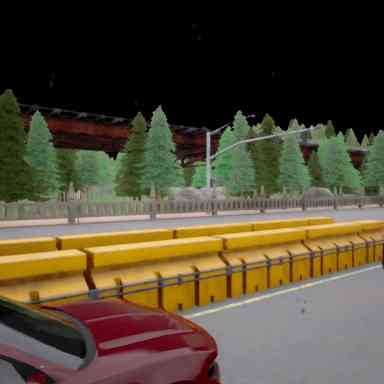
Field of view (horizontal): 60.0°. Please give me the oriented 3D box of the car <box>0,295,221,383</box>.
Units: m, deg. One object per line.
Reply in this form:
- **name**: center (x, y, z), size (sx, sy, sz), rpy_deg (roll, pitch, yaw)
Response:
- **car**: center (-2.015, 1.478, 2.308), size (5.008, 1.535, 1.882), rpy_deg (0, 0, -35)

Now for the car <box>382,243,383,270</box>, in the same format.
- **car**: center (6.953, 1.478, 8.731), size (5.008, 1.535, 1.882), rpy_deg (0, 0, -35)
